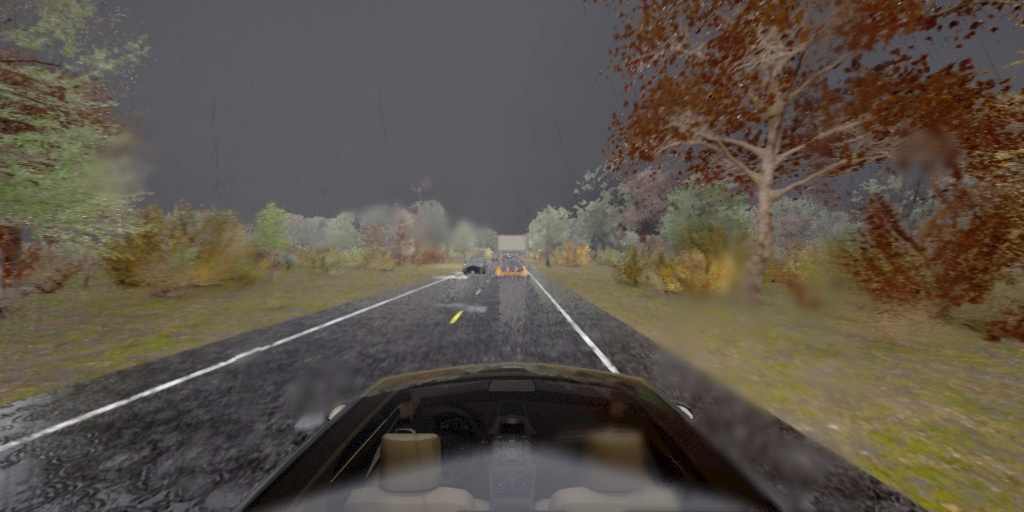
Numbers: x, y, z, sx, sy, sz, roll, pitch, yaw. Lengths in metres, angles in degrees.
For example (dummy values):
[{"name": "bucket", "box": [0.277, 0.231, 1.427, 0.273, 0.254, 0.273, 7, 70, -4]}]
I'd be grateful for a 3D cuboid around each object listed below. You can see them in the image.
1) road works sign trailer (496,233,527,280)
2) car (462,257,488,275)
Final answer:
[{"name": "road works sign trailer", "box": [0.003, 0.022, 28.113, 2.380, 3.560, 2.880, 0, 0, 0]}, {"name": "car", "box": [-3.567, 0.858, 35.201, 2.097, 1.767, 4.553, 0, 0, 0]}]
